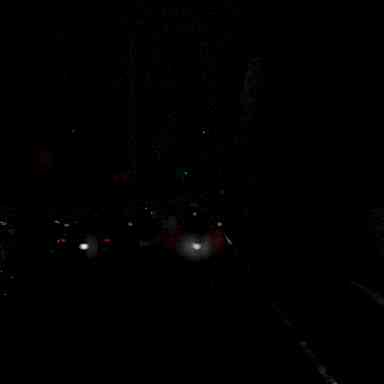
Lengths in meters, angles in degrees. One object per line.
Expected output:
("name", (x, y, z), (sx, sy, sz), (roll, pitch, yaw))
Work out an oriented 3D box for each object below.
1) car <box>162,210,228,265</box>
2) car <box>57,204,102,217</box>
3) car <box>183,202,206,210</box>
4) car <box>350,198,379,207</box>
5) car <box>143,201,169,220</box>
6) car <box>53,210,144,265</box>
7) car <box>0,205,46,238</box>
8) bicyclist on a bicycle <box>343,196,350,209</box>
("car", (0.141, 1.555, 11.642), (1.994, 1.385, 4.181), (0, 0, 0))
("car", (-6.496, 1.505, 19.679), (1.837, 1.490, 4.892), (0, -1, 0))
("car", (0.236, 1.548, 28.480), (1.812, 1.442, 4.674), (0, 0, 0))
("car", (26.730, 1.644, 51.666), (4.206, 1.307, 1.802), (0, -1, -1))
("car", (-3.020, 1.513, 28.118), (2.128, 1.511, 4.902), (0, 0, 0))
("car", (-3.111, 1.554, 11.680), (1.994, 1.385, 4.181), (0, 0, 1))
("car", (-9.757, 1.473, 17.992), (1.882, 1.535, 5.008), (0, 0, 0))
("bicyclist on a bicycle", (18.599, 1.249, 40.097), (0.582, 1.620, 1.656), (0, -1, -1))
